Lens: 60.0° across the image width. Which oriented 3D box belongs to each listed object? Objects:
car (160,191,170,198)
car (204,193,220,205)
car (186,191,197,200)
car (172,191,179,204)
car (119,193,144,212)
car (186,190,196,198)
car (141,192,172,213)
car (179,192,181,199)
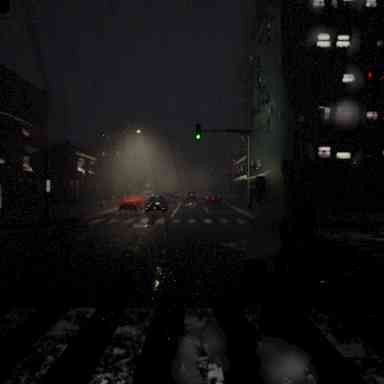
[{"bbox_3d":[-5.821,0.581,71.924,1.802,1.307,4.206,1,1,0],"label":"car"},{"bbox_3d":[2.618,0.832,43.569,1.967,1.590,4.097,1,1,0],"label":"car"},{"bbox_3d":[-0.120,0.714,59.804,2.033,1.411,5.357,0,1,0],"label":"car"},{"bbox_3d":[-3.158,0.835,46.012,1.882,1.535,5.008,0,1,0],"label":"car"},{"bbox_3d":[-5.818,1.096,32.125,1.887,1.381,4.507,1,1,0],"label":"car"},{"bbox_3d":[-0.141,0.395,70.227,2.033,1.411,5.357,0,1,0],"label":"car"},{"bbox_3d":[-3.152,1.077,30.630,1.837,1.490,4.892,0,1,0],"label":"car"},{"bbox_3d":[-3.129,0.663,64.388,1.837,1.490,4.892,0,1,0],"label":"car"}]
